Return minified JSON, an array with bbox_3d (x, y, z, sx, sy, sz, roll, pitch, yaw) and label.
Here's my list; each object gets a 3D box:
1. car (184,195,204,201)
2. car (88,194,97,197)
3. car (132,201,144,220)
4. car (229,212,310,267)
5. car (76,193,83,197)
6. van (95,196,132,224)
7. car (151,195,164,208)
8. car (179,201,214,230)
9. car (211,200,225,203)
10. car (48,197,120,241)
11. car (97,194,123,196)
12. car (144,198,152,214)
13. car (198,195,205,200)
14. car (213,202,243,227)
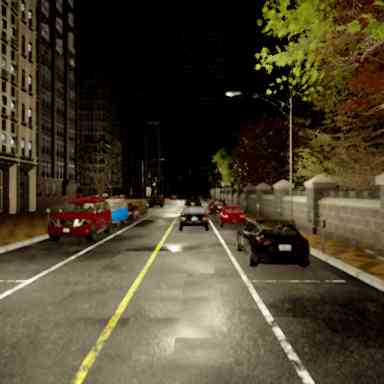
[{"bbox_3d":[0.123,1.391,40.076,2.097,1.767,4.553,0,0,0],"label":"car"},{"bbox_3d":[-23.080,1.259,79.516,4.097,1.590,1.967,1,-1,1],"label":"car"},{"bbox_3d":[-5.438,1.614,28.002,1.802,1.307,4.206,0,0,0],"label":"car"},{"bbox_3d":[2.574,1.579,11.264,1.947,1.339,4.313,0,0,0],"label":"car"},{"bbox_3d":[-28.604,1.070,79.633,5.009,1.841,2.192,1,-1,1],"label":"car"},{"bbox_3d":[-5.442,1.368,22.461,1.690,1.788,3.998,0,0,0],"label":"van"},{"bbox_3d":[-5.276,1.366,50.165,2.192,1.841,5.009,0,0,0],"label":"car"},{"bbox_3d":[0.115,1.572,21.484,2.033,1.411,5.357,0,0,0],"label":"car"},{"bbox_3d":[2.591,1.474,33.463,1.967,1.590,4.097,0,0,0],"label":"car"},{"bbox_3d":[-5.447,1.337,16.920,2.192,1.841,5.009,0,0,0],"label":"car"},{"bbox_3d":[-17.706,1.458,71.519,4.206,1.307,1.802,1,-1,1],"label":"car"},{"bbox_3d":[-5.434,1.562,33.372,1.752,1.417,4.829,0,0,0],"label":"car"},{"bbox_3d":[2.637,1.625,93.659,2.008,1.369,4.403,0,0,0],"label":"car"},{"bbox_3d":[2.583,1.606,22.363,1.802,1.307,4.206,0,0,0],"label":"car"}]
